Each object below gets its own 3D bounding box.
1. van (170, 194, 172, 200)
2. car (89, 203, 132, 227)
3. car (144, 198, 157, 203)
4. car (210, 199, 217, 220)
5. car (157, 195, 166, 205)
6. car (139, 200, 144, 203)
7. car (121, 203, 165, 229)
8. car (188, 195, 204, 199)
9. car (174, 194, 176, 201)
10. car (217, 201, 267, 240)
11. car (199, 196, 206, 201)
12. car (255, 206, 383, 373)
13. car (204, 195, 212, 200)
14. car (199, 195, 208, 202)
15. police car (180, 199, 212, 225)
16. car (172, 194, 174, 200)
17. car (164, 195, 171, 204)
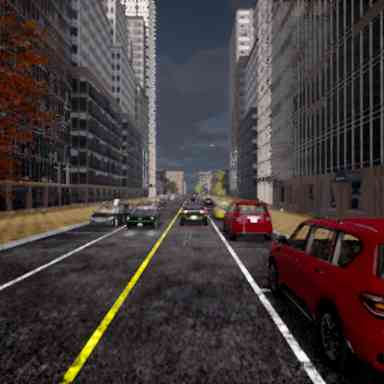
[{"bbox_3d":[-5.594,1.412,68.240,1.690,1.788,3.998,0,0,0],"label":"van"},{"bbox_3d":[-5.656,1.584,22.702,2.008,1.369,4.403,0,0,0],"label":"car"},{"bbox_3d":[-5.633,1.632,39.777,1.802,1.307,4.206,0,0,0],"label":"car"},{"bbox_3d":[2.732,1.565,28.540,1.752,1.417,4.829,0,0,0],"label":"car"},{"bbox_3d":[-5.618,1.610,51.163,2.008,1.369,4.403,0,0,0],"label":"car"},{"bbox_3d":[-5.649,1.605,28.394,1.947,1.339,4.313,0,0,0],"label":"car"},{"bbox_3d":[-3.071,1.632,21.908,1.895,1.301,4.718,0,0,0],"label":"car"},{"bbox_3d":[0.157,1.482,41.822,2.033,1.649,4.856,0,0,0],"label":"car"},{"bbox_3d":[-5.563,1.521,91.008,1.967,1.590,4.097,0,0,0],"label":"car"},{"bbox_3d":[2.718,1.341,16.987,2.192,1.841,5.009,0,0,0],"label":"car"},{"bbox_3d":[2.816,1.663,90.982,1.802,1.307,4.206,0,0,0],"label":"car"},{"bbox_3d":[2.702,1.324,5.602,2.192,1.841,5.009,0,0,0],"label":"car"},{"bbox_3d":[2.770,1.630,56.831,1.947,1.339,4.313,0,0,0],"label":"car"},{"bbox_3d":[2.802,1.517,79.598,1.967,1.590,4.097,0,0,0],"label":"car"},{"bbox_3d":[0.132,1.535,24.619,2.038,1.542,4.974,0,0,0],"label":"police car"},{"bbox_3d":[-5.587,1.656,73.932,1.802,1.307,4.206,0,0,0],"label":"car"},{"bbox_3d":[-5.603,1.612,62.547,1.887,1.381,4.507,0,0,0],"label":"car"}]
